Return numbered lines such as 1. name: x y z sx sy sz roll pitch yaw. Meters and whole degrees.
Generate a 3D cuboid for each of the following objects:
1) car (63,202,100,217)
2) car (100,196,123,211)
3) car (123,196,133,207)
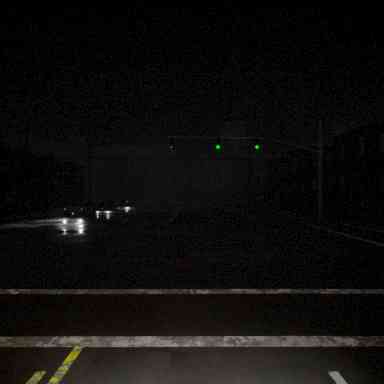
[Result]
1. car: -10.583 1.601 31.738 1.895 1.301 4.718 0 0 0
2. car: -10.587 1.545 41.812 2.033 1.411 5.357 0 0 0
3. car: -10.576 1.352 52.087 2.097 1.767 4.553 0 0 0
